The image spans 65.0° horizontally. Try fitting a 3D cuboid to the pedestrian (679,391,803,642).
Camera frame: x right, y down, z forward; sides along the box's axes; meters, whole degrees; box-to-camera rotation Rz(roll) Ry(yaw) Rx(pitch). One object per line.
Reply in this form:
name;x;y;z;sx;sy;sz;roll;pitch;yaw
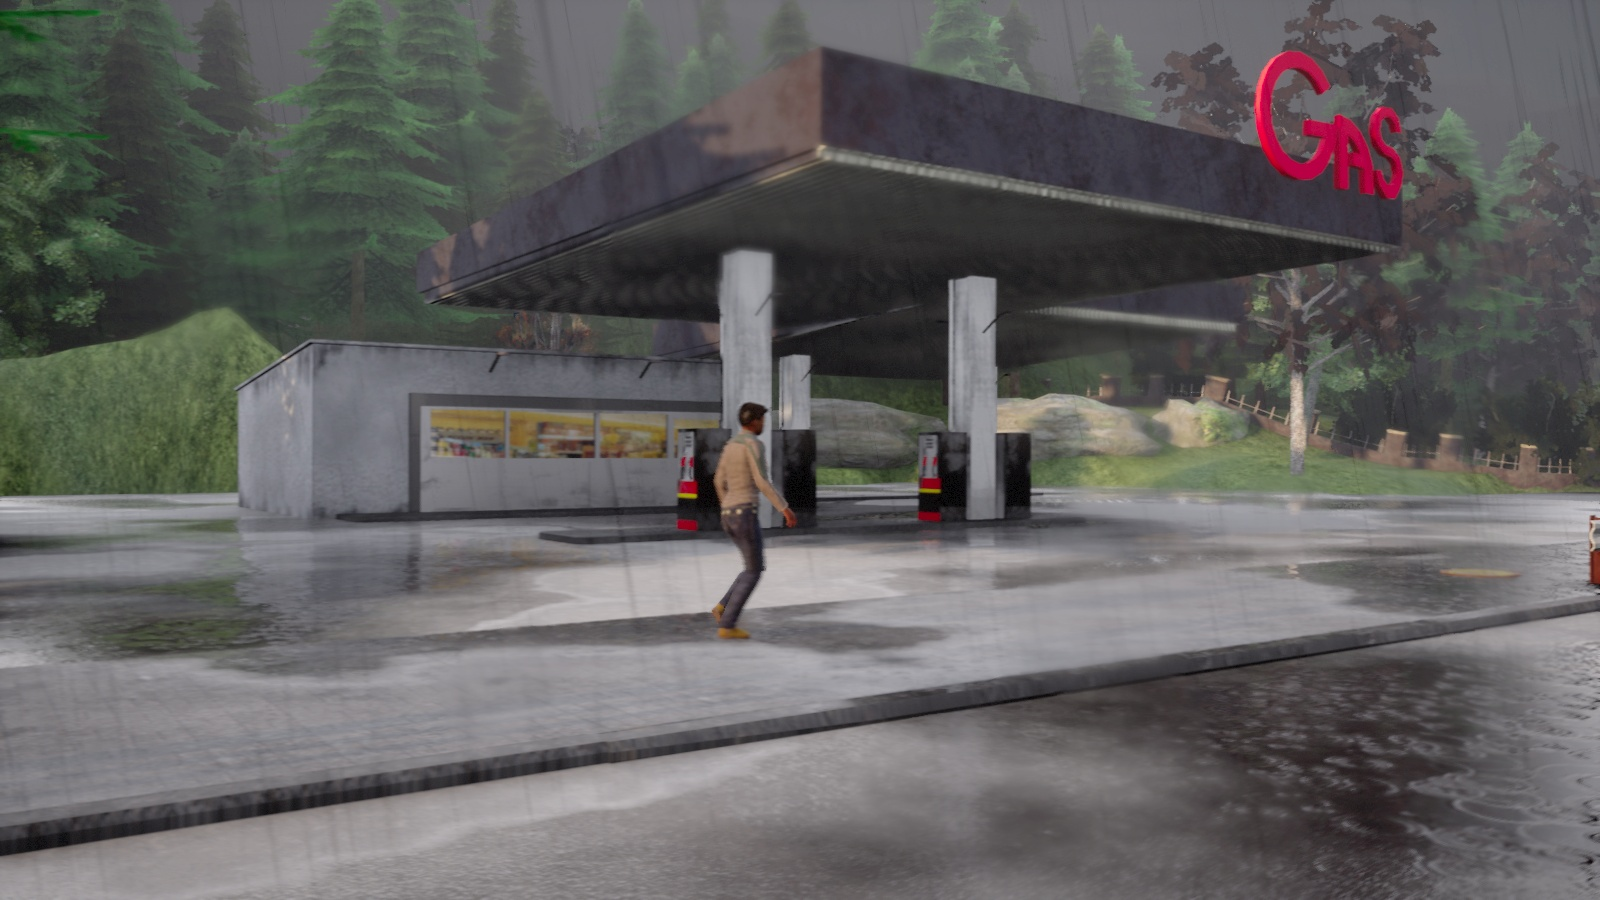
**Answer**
pedestrian;-0.437;0.478;9.394;0.869;1.805;0.328;0;0;-32
